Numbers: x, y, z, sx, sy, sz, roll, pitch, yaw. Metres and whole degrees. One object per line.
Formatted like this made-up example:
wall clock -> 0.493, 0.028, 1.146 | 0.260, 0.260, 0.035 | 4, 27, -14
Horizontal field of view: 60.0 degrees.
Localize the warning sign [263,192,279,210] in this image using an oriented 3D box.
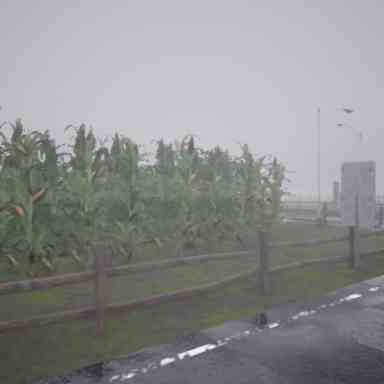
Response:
warning sign -> 8.363, 0.961, 35.225 | 1.300, 1.860, 1.060 | -1, 0, -36
